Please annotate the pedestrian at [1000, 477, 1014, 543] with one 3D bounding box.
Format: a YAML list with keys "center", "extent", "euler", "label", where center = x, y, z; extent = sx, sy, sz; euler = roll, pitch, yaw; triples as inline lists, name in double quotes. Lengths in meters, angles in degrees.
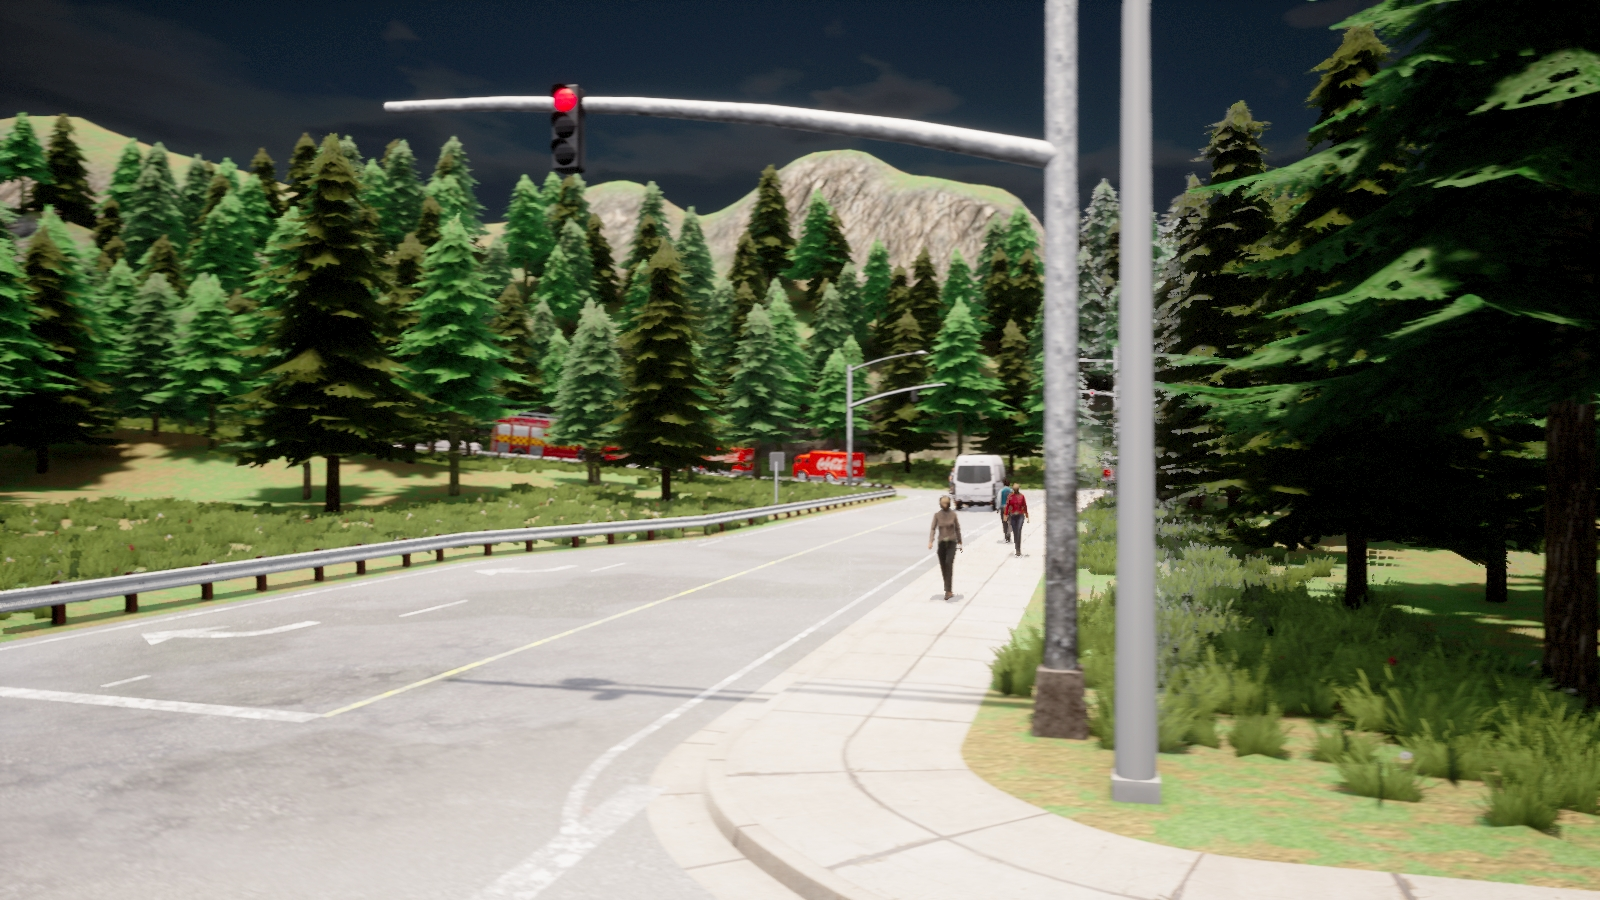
- center: [5.850, 1.687, 32.263]
  extent: [0.375, 1.860, 0.375]
  euler: [0, 0, 14]
  label: "pedestrian"

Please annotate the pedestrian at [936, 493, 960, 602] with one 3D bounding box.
- center: [2.580, 1.682, 19.881]
  extent: [0.375, 1.860, 0.375]
  euler: [0, 0, 15]
  label: "pedestrian"

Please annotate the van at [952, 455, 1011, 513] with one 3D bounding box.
- center: [8.704, 1.537, 54.338]
  extent: [1.988, 2.561, 5.915]
  euler: [0, 0, 17]
  label: "van"

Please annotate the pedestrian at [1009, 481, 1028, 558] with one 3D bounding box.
- center: [5.326, 1.685, 27.826]
  extent: [0.375, 1.860, 0.375]
  euler: [0, 0, 24]
  label: "pedestrian"

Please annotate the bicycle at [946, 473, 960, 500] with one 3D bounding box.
- center: [8.752, 2.064, 65.280]
  extent: [0.373, 1.496, 1.643]
  euler: [1, 1, 21]
  label: "bicycle"
